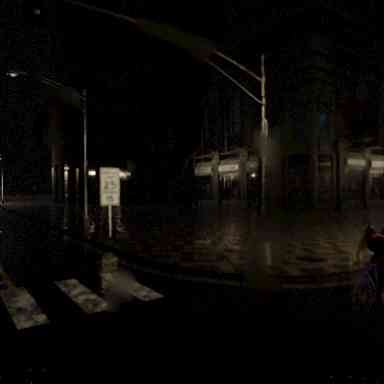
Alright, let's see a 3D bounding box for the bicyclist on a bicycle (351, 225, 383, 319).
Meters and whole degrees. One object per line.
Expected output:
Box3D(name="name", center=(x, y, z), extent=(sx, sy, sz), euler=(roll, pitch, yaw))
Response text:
Box3D(name="bicyclist on a bicycle", center=(3.396, 1.434, 6.172), extent=(1.656, 1.620, 0.582), euler=(-1, 0, -36))
